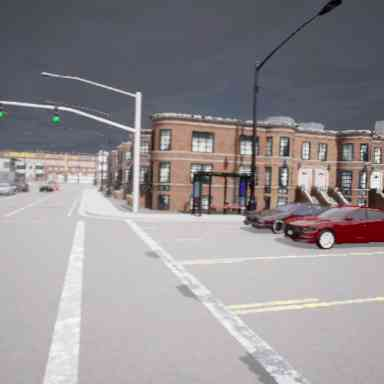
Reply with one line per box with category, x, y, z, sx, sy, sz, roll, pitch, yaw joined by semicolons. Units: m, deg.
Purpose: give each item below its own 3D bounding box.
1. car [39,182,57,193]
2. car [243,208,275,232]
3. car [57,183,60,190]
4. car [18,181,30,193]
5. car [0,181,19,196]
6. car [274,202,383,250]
car;-23.628;-0.626;54.205;1.895;1.301;4.718;1;2;-17
car;5.320;1.236;16.551;5.357;1.411;2.033;1;2;-17
car;-26.638;-1.230;63.793;2.097;1.767;4.553;1;2;-17
car;-26.235;-0.862;50.847;2.097;1.767;4.553;1;2;-17
car;-23.197;-0.328;41.137;1.812;1.442;4.674;1;2;-17
car;6.050;1.284;13.103;5.008;1.535;1.882;1;2;-17
